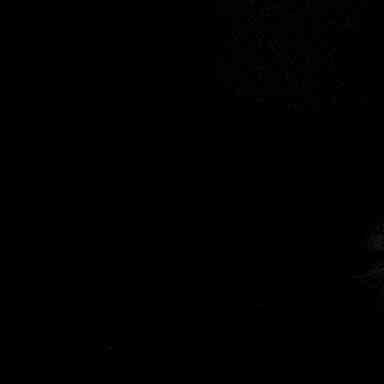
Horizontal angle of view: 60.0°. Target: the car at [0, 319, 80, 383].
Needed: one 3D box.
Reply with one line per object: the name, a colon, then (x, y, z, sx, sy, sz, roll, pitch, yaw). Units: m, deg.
car: (-2.954, 1.536, 1.576, 4.674, 1.442, 1.812, -1, 0, -35)
